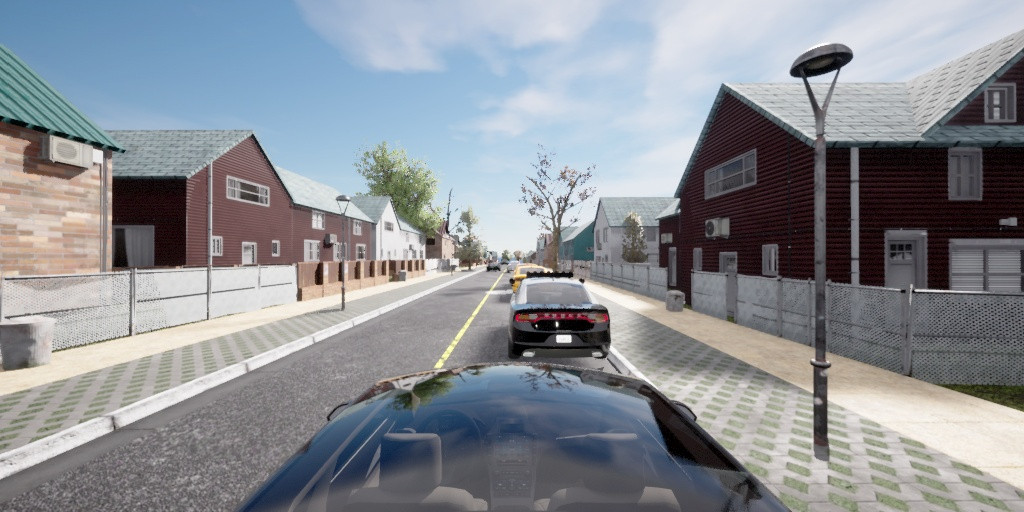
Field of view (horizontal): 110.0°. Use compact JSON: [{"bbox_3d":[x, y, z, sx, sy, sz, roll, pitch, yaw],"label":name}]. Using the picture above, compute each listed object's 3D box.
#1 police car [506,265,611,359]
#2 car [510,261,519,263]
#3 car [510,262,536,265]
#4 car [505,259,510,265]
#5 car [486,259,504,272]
[{"bbox_3d":[0.884,1.176,8.555,1.930,1.638,5.238,0,0,0],"label":"police car"},{"bbox_3d":[1.001,1.248,24.446,1.882,1.535,5.008,0,0,0],"label":"car"},{"bbox_3d":[0.957,1.236,18.445,1.882,1.535,5.008,0,0,0],"label":"car"},{"bbox_3d":[0.365,1.378,45.720,1.812,1.442,4.674,0,0,1],"label":"car"},{"bbox_3d":[-2.404,1.464,47.650,1.895,1.301,4.718,0,0,0],"label":"car"}]
